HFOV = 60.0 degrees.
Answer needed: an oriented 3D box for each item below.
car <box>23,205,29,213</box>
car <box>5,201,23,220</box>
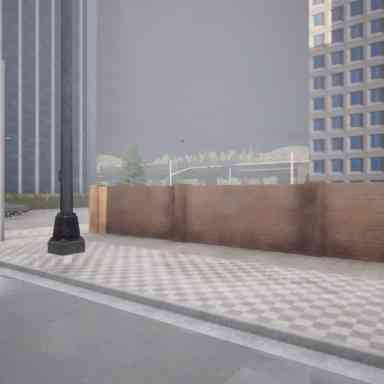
[{"bbox_3d":[-17.666,1.547,30.102,2.033,1.411,5.357,0,0,35],"label":"car"},{"bbox_3d":[-16.335,1.492,25.899,2.128,1.511,4.902,0,0,35],"label":"car"}]
